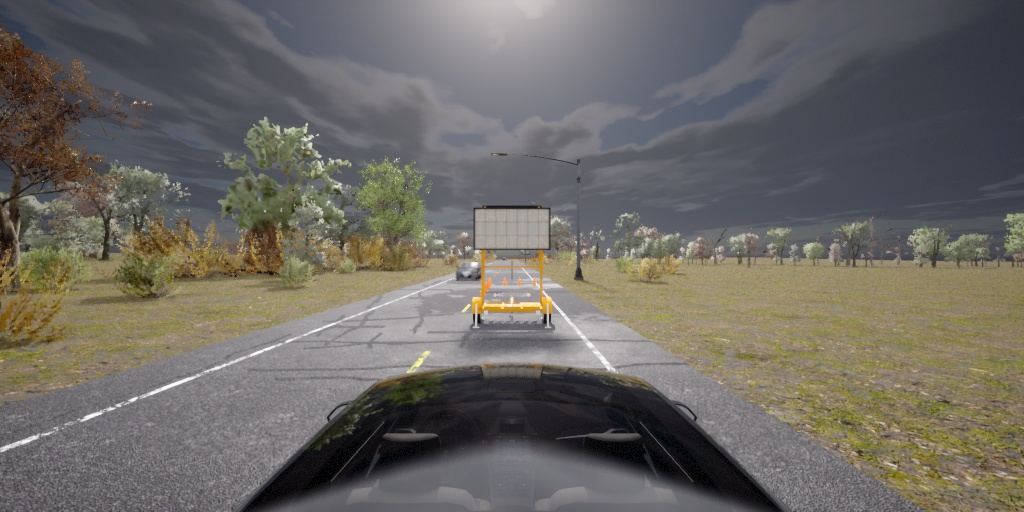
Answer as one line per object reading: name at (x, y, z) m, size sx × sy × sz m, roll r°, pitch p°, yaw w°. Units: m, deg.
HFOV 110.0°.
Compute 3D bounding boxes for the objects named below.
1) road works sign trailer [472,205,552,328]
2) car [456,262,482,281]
road works sign trailer at (0.002, 0.216, 11.344) m, size 2.380 × 3.560 × 2.880 m, roll 0°, pitch 0°, yaw 0°
car at (-3.596, 1.251, 30.598) m, size 2.128 × 1.511 × 4.902 m, roll 0°, pitch 0°, yaw 0°
